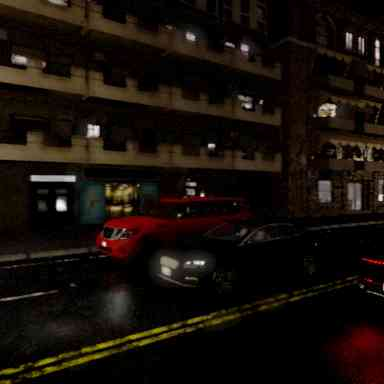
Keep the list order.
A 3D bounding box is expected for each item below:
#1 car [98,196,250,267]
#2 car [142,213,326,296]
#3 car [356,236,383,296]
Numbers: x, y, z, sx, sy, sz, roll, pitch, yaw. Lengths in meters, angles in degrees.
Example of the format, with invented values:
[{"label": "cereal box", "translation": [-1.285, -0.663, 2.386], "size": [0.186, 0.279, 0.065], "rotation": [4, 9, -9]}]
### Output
[{"label": "car", "translation": [-0.309, 1.180, 11.389], "size": [5.566, 2.045, 2.150], "rotation": [0, 0, -35]}, {"label": "car", "translation": [1.457, 1.464, 8.645], "size": [4.902, 1.511, 2.128], "rotation": [0, 0, -35]}, {"label": "car", "translation": [5.567, 1.494, 7.317], "size": [4.892, 1.490, 1.837], "rotation": [0, 0, -34]}]
